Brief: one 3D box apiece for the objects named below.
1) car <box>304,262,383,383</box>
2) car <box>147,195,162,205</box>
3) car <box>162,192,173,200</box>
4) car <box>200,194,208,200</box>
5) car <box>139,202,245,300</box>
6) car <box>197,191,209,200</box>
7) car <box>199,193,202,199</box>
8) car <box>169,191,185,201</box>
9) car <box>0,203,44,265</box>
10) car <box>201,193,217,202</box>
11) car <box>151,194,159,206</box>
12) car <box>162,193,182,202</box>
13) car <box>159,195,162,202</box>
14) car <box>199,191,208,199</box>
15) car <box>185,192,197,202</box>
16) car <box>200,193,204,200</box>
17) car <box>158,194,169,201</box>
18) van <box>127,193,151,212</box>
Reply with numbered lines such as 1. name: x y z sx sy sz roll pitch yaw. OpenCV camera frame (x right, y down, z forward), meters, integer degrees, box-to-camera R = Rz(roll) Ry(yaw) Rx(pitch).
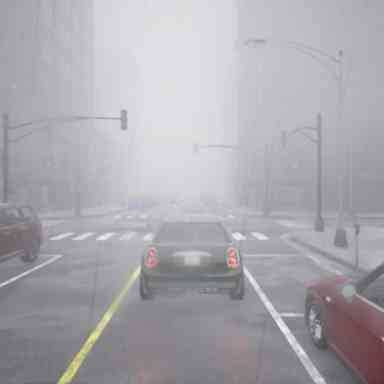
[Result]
1. car: 2.668 1.422 3.500 1.967 1.590 4.097 0 0 0
2. car: -5.861 1.268 52.733 1.887 1.381 4.507 0 0 0
3. car: -5.862 0.890 80.710 2.192 1.841 5.009 0 0 0
4. car: 2.664 1.186 75.133 1.802 1.307 4.206 0 0 0
5. car: 0.009 1.308 8.423 2.097 1.767 4.553 0 0 0
6. car: 2.664 0.979 63.943 2.192 1.841 5.009 0 0 0
7. car: 2.665 1.260 58.350 1.947 1.339 4.313 0 0 0
8. car: -3.010 0.867 67.027 2.150 2.045 5.566 0 0 0
9. car: -5.859 1.268 8.997 2.192 1.841 5.009 0 0 0
10. car: 2.665 1.278 47.331 1.752 1.417 4.829 0 0 0
11. car: -5.861 1.098 41.540 2.192 1.841 5.009 0 0 0
12. car: -3.091 1.279 51.193 2.033 1.411 5.357 0 0 0
13. car: -5.861 1.193 47.137 1.967 1.590 4.097 0 0 0
14. car: 2.996 0.766 86.954 2.150 2.045 5.566 0 0 0
15. car: 0.044 1.180 65.810 1.812 1.442 4.674 0 0 1
16. car: 2.665 1.274 52.756 2.008 1.369 4.403 0 0 0
17. car: -5.862 1.184 69.520 2.008 1.369 4.403 0 0 0
18. van: -5.860 1.153 35.944 1.690 1.788 3.998 0 0 0
